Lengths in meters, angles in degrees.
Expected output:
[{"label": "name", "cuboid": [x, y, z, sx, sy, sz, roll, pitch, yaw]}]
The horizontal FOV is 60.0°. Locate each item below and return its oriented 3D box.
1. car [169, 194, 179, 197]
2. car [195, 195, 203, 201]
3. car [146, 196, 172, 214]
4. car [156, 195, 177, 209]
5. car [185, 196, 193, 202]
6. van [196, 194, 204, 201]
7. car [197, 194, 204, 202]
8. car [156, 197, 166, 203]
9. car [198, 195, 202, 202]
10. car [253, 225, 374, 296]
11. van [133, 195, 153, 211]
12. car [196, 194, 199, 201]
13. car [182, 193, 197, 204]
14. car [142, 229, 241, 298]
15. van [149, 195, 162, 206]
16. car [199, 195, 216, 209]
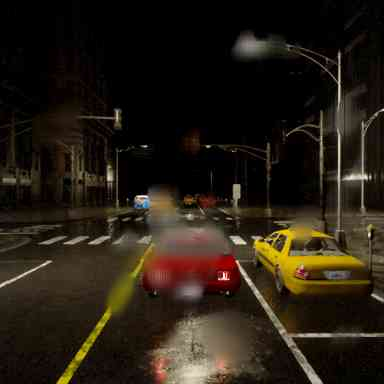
[{"label": "car", "cuboid": [-3.553, 1.528, 55.269, 1.837, 1.490, 4.892, 0, 0, -1]}, {"label": "car", "cuboid": [1.993, 1.607, 90.672, 2.008, 1.369, 4.403, 0, 0, 0]}, {"label": "car", "cuboid": [-3.390, 1.486, 35.249, 1.882, 1.535, 5.008, 0, 0, -2]}, {"label": "car", "cuboid": [-3.478, 1.507, 45.137, 2.128, 1.511, 4.902, 0, 0, 0]}, {"label": "car", "cuboid": [-0.649, 1.488, 76.189, 1.895, 1.301, 4.718, 0, 0, 0]}, {"label": "van", "cuboid": [2.041, 1.392, 85.146, 1.690, 1.788, 3.998, 0, 0, 0]}, {"label": "car", "cuboid": [2.286, 1.570, 57.520, 1.887, 1.381, 4.507, 0, 0, 0]}, {"label": "car", "cuboid": [-6.358, 1.618, 68.513, 1.802, 1.307, 4.206, 0, 0, 0]}, {"label": "car", "cuboid": [2.335, 1.565, 51.995, 1.887, 1.381, 4.507, 0, 0, 0]}, {"label": "car", "cuboid": [2.701, 1.526, 8.548, 1.752, 1.417, 4.829, 0, 0, 0]}, {"label": "van", "cuboid": [-6.125, 1.353, 40.890, 1.690, 1.788, 3.998, 0, 0, 0]}, {"label": "car", "cuboid": [2.235, 1.556, 63.215, 1.752, 1.417, 4.829, 0, 0, 0]}, {"label": "car", "cuboid": [-0.559, 1.511, 65.740, 1.882, 1.535, 5.008, 0, 0, 0]}, {"label": "car", "cuboid": [-0.008, 1.601, 8.485, 1.895, 1.301, 4.718, 0, 0, 0]}, {"label": "van", "cuboid": [-6.265, 1.366, 57.464, 1.690, 1.788, 3.998, 0, 0, 0]}, {"label": "car", "cuboid": [2.384, 1.560, 46.470, 1.887, 1.381, 4.507, 0, 0, 0]}]
